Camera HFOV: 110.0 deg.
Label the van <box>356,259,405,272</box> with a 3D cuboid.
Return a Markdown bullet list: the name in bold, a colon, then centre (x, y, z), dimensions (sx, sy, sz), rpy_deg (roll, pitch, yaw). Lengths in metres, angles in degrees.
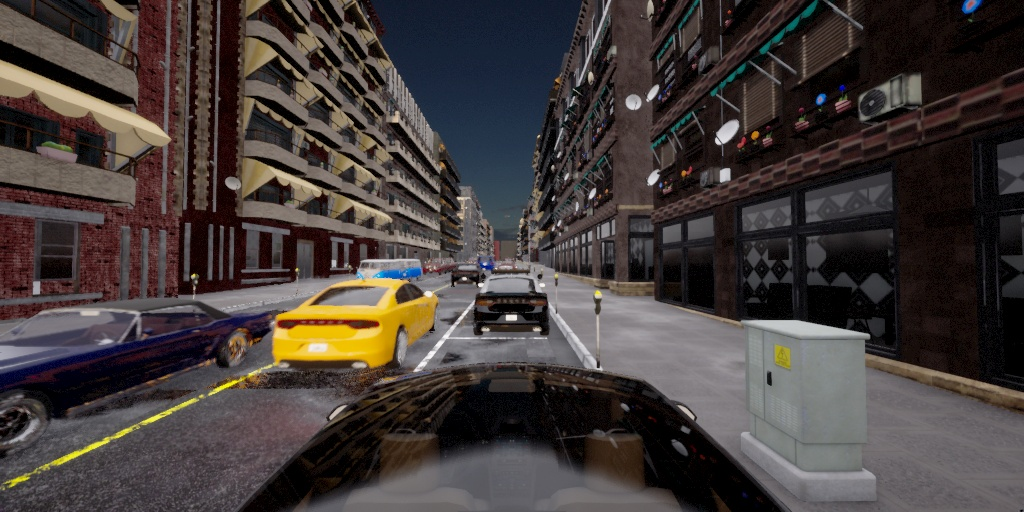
- **van**: centre (-8.336, 1.108, 22.602), dimensions (1.690, 1.789, 3.998), rpy_deg (0, 0, 0)

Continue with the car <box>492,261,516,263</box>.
- **car**: centre (-0.454, 1.322, 28.072), dimensions (1.888, 1.381, 4.507), rpy_deg (0, 0, 0)

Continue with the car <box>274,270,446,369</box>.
- **car**: centre (-2.920, 1.231, 7.869), dimensions (1.882, 1.535, 5.008), rpy_deg (0, 0, 0)

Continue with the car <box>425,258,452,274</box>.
- **car**: centre (-8.337, 1.115, 39.194), dimensions (2.192, 1.841, 5.009), rpy_deg (0, 0, 0)

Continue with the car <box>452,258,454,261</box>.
- **car**: centre (-8.338, 1.128, 44.724), dimensions (2.192, 1.841, 5.009), rpy_deg (0, 0, 0)

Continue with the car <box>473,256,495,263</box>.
- **car**: centre (-3.022, 1.029, 42.575), dimensions (2.150, 2.045, 5.566), rpy_deg (0, 0, 0)

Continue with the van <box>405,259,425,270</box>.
- **van**: centre (-8.337, 1.117, 28.134), dimensions (1.690, 1.789, 3.998), rpy_deg (0, 0, 0)

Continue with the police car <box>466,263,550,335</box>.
- **police car**: centre (-0.012, 1.180, 10.613), dimensions (1.930, 1.638, 5.238), rpy_deg (0, 0, 0)

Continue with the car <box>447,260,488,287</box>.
- **car**: centre (-2.922, 1.248, 24.544), dimensions (1.882, 1.535, 5.008), rpy_deg (0, 0, 0)

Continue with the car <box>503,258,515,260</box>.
- **car**: centre (-0.447, 1.240, 39.134), dimensions (1.967, 1.591, 4.097), rpy_deg (0, 0, 0)

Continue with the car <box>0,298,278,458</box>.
- **car**: centre (-5.872, 1.353, 5.122), dimensions (1.895, 1.301, 4.718), rpy_deg (0, 0, 0)
